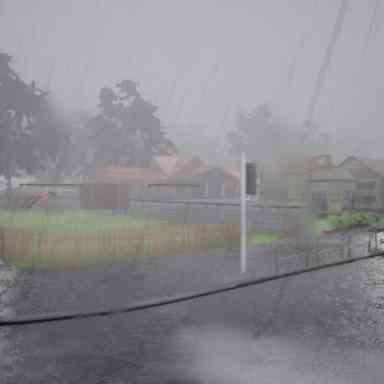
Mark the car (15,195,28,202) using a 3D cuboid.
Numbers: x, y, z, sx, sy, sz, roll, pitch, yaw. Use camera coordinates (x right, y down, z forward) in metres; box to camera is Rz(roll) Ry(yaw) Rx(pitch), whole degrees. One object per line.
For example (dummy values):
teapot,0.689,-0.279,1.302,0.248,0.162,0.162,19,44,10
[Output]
car,-34.163,1.297,66.807,1.994,1.381,4.181,0,0,-36
